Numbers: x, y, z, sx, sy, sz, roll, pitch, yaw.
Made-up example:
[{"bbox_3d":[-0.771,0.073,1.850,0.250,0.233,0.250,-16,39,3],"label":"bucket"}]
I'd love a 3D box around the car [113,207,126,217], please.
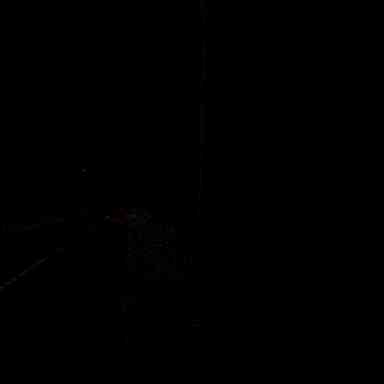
[{"bbox_3d":[-11.572,3.103,53.198,1.812,1.442,4.674,2,-2,-10],"label":"car"}]

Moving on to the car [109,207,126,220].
[{"bbox_3d":[-9.743,2.755,43.444,1.882,1.535,5.008,2,-2,-11],"label":"car"}]
